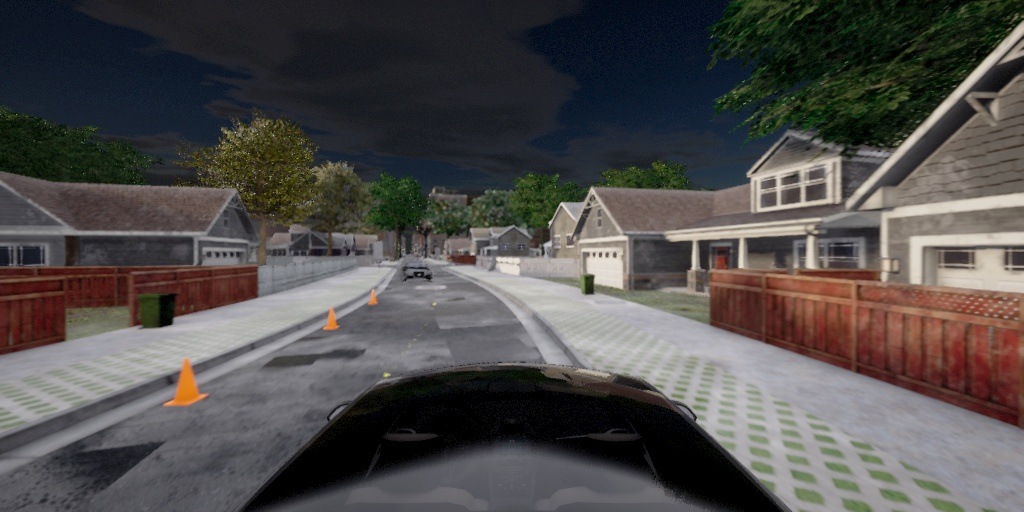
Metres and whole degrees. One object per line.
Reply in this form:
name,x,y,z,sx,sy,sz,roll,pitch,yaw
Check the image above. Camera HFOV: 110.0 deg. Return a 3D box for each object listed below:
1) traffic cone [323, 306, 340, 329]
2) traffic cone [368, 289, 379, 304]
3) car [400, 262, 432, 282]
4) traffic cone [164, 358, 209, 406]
traffic cone,-4.914,1.665,9.791,0.340,0.580,0.340,0,0,-7
traffic cone,-5.631,1.628,14.583,0.340,0.580,0.340,0,0,-10
car,-7.358,1.135,27.239,1.994,1.385,4.181,-1,0,-23
traffic cone,-4.495,1.704,4.962,0.340,0.580,0.340,0,0,-3
